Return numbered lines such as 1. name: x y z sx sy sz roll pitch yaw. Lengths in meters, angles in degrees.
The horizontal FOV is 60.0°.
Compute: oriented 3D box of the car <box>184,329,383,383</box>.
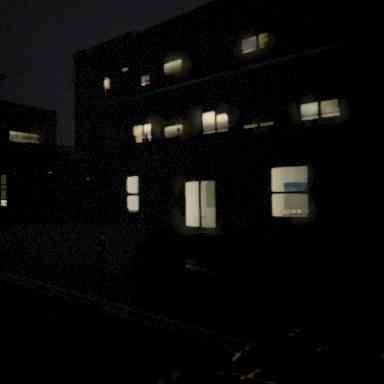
1. car: 1.664 1.439 1.701 4.097 1.590 1.967 0 -1 36
